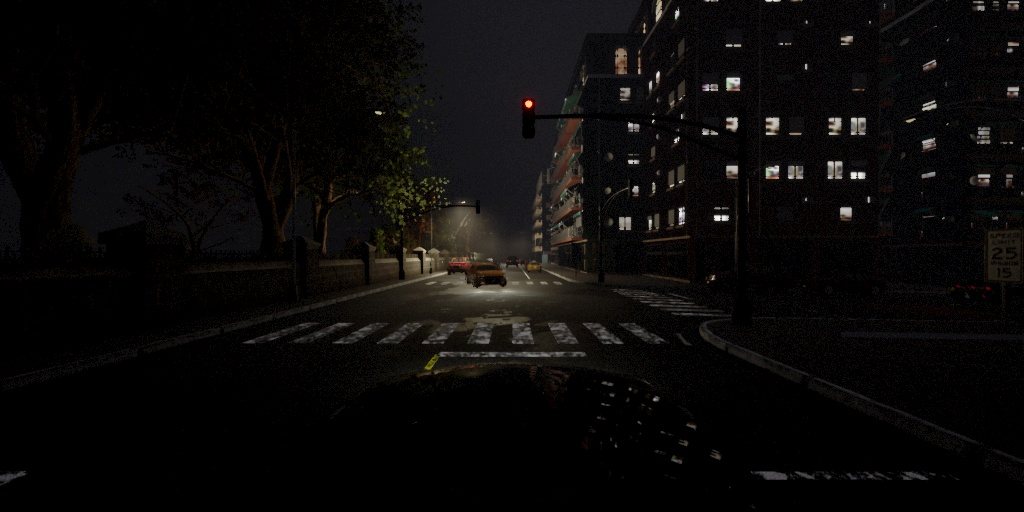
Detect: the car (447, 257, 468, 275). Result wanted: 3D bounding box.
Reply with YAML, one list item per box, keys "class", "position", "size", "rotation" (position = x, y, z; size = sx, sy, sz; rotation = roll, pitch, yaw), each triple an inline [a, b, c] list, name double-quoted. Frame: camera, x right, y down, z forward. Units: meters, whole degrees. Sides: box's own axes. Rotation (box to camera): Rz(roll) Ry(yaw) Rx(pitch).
- class: "car"
  position: [-5.657, 1.070, 38.748]
  size: [2.192, 1.841, 5.009]
  rotation: [0, 0, 0]

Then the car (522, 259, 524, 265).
- class: "car"
  position: [2.733, 1.307, 49.811]
  size: [1.888, 1.381, 4.507]
  rotation: [0, 0, 0]

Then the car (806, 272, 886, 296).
- class: "car"
  position: [20.312, 1.671, 22.159]
  size: [4.507, 1.381, 1.888]
  rotation: [0, 0, 0]

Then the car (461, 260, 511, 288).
- class: "car"
  position: [-1.862, 1.228, 23.914]
  size: [1.882, 1.535, 5.008]
  rotation: [0, 0, -17]

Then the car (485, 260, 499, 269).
- class: "car"
  position: [-3.038, 1.330, 55.700]
  size: [1.994, 1.385, 4.181]
  rotation: [0, 0, 0]

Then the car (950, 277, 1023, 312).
- class: "car"
  position: [23.248, 1.694, 16.387]
  size: [4.902, 1.511, 2.128]
  rotation: [1, 0, 0]

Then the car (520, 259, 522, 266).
- class: "car"
  position: [2.737, 1.316, 55.347]
  size: [2.007, 1.370, 4.403]
  rotation: [0, 0, 0]

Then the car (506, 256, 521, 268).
- class: "car"
  position: [0.055, 0.993, 63.674]
  size: [2.150, 2.045, 5.566]
  rotation: [0, 0, 0]

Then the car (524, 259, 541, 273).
- class: "car"
  position: [2.728, 1.283, 44.447]
  size: [1.751, 1.417, 4.829]
  rotation: [0, 0, 0]

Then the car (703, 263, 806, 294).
- class: "car"
  position: [14.617, 1.338, 22.146]
  size: [5.009, 1.841, 2.192]
  rotation: [0, 0, 0]
